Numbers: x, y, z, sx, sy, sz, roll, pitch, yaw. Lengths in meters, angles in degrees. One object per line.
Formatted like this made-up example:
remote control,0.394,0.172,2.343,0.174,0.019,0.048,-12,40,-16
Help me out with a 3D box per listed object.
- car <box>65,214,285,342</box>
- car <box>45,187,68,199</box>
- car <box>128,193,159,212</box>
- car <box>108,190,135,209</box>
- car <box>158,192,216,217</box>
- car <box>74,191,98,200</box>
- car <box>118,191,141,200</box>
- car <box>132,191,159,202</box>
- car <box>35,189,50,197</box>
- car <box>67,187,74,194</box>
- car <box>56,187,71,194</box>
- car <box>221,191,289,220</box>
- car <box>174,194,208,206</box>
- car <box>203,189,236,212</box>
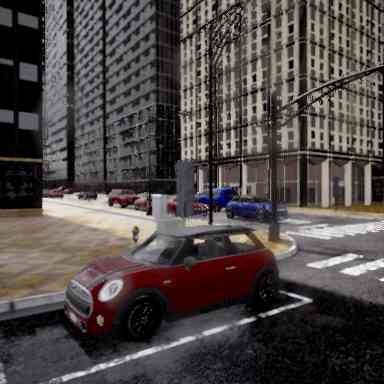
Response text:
car,-0.242,1.430,6.392,4.097,1.590,1.967,0,0,-36
car,-23.220,0.381,56.912,1.887,1.381,4.507,1,0,-36
car,-3.708,1.060,29.750,1.802,1.307,4.206,1,0,-36
car,-6.953,0.686,34.276,2.192,1.841,5.009,1,0,-36
car,-0.452,1.025,25.223,1.967,1.590,4.097,1,0,-36
car,-16.268,0.581,51.817,1.895,1.301,4.718,0,1,-36
car,-9.951,0.576,52.803,1.947,1.339,4.313,1,1,-36
car,-6.795,0.639,48.413,1.752,1.417,4.829,1,1,-36
car,-29.725,0.168,65.966,1.887,1.381,4.507,1,0,-36
car,-29.471,-0.086,79.975,1.887,1.381,4.507,1,1,-36
car,-32.720,-0.422,84.502,2.192,1.841,5.009,1,1,-36
car,4.416,1.018,22.795,2.097,1.767,4.553,0,1,-35
car,-0.190,0.913,39.216,1.802,1.307,4.206,1,1,-36
car,2.089,0.709,31.608,2.150,2.045,5.566,0,1,-36
